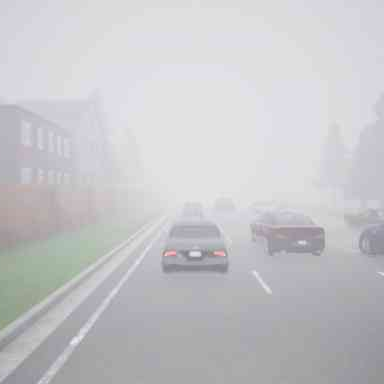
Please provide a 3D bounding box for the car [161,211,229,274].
[{"bbox_3d":[0.086,1.554,10.585,2.033,1.411,5.357,0,0,0],"label":"car"}]

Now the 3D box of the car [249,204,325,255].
[{"bbox_3d":[3.589,1.485,13.283,1.882,1.535,5.008,0,0,0],"label":"car"}]

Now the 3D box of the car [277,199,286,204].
[{"bbox_3d":[10.602,1.589,42.125,1.994,1.385,4.181,0,0,0],"label":"car"}]

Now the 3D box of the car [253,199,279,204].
[{"bbox_3d":[7.095,1.622,34.093,1.895,1.301,4.718,0,0,0],"label":"car"}]

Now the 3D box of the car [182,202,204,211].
[{"bbox_3d":[0.093,1.565,29.542,2.033,1.411,5.357,0,0,0],"label":"car"}]

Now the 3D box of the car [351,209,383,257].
[{"bbox_3d":[7.081,1.357,10.168,2.097,1.767,4.553,0,0,0],"label":"car"}]

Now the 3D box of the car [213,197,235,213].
[{"bbox_3d":[3.596,1.374,37.725,2.097,1.767,4.553,0,0,0],"label":"car"}]

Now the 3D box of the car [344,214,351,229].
[{"bbox_3d":[10.597,1.612,19.094,1.895,1.301,4.718,0,0,0],"label":"car"}]
